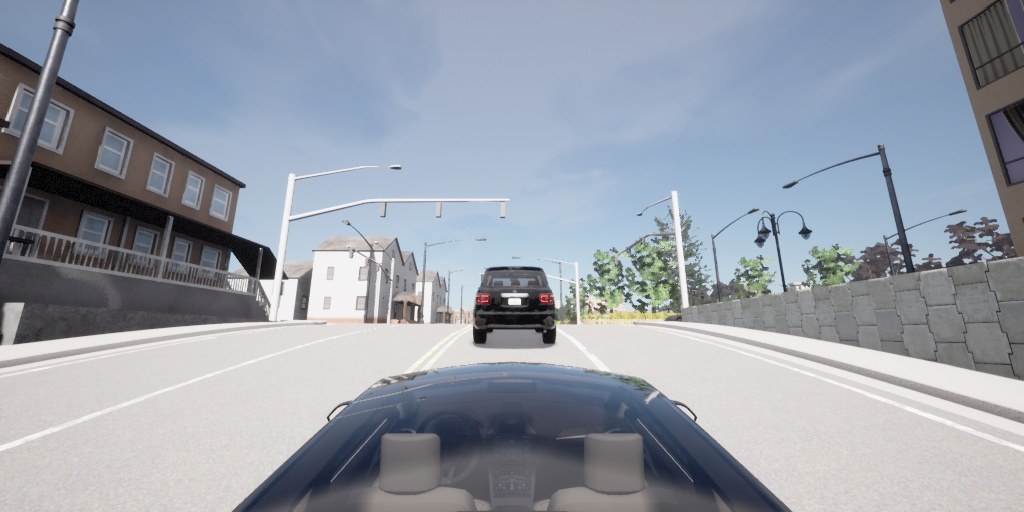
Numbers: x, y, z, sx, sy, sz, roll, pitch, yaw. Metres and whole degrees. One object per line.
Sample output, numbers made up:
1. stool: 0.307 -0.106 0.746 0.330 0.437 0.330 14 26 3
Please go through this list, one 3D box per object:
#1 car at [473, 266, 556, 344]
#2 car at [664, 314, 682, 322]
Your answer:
1. car: 0.072 1.501 11.180 2.150 2.045 5.566 0 -7 0
2. car: 15.894 5.452 31.709 4.553 1.767 2.097 0 -12 1
